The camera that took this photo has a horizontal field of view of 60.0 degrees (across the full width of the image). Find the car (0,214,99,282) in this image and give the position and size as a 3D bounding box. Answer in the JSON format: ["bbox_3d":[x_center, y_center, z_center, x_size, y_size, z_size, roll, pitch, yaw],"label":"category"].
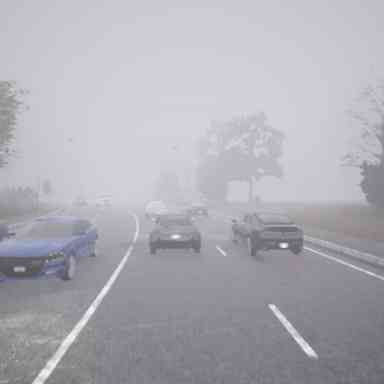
[{"bbox_3d":[-4.129,1.495,10.078,1.882,1.535,5.008,0,0,-5],"label":"car"}]

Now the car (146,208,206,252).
[{"bbox_3d":[-0.766,1.578,13.966,1.994,1.385,4.181,0,0,-5],"label":"car"}]

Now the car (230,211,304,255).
[{"bbox_3d":[2.809,1.511,13.333,1.837,1.490,4.892,0,0,-5],"label":"car"}]

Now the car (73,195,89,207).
[{"bbox_3d":[-17.054,1.415,51.066,2.097,1.767,4.553,0,0,-21],"label":"car"}]

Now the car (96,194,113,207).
[{"bbox_3d":[-13.852,1.284,52.548,2.150,2.045,5.566,0,0,-21],"label":"car"}]

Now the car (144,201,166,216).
[{"bbox_3d":[-3.327,1.559,30.286,1.812,1.442,4.674,0,0,-12],"label":"car"}]

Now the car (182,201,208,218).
[{"bbox_3d":[0.225,1.555,30.353,1.812,1.442,4.674,0,0,-12],"label":"car"}]
